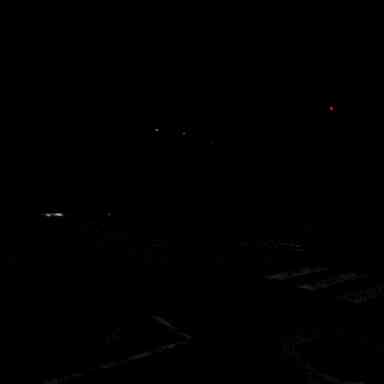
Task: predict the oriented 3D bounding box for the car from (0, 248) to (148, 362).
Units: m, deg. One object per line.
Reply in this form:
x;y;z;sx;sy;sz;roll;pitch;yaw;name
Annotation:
-2.705;1.569;4.718;4.313;1.339;1.947;1;0;-36;car

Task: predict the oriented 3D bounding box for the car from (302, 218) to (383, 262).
6.354;1.692;12.718;1.994;1.385;4.181;0;-2;-35;car

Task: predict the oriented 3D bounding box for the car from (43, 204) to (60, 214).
-22.969;2.698;54.218;1.882;1.535;5.008;1;-1;-35;car
